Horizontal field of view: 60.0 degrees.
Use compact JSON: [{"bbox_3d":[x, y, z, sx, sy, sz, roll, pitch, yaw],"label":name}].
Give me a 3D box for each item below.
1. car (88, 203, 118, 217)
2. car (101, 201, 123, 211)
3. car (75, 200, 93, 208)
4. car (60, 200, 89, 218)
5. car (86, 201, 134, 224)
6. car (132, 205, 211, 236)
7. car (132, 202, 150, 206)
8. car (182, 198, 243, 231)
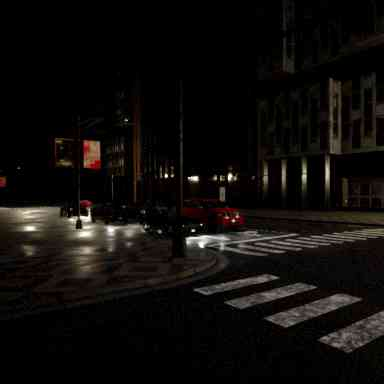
[{"bbox_3d":[-10.430,2.025,38.724,1.812,1.442,4.674,0,-1,-35],"label":"car"},{"bbox_3d":[-12.972,2.215,53.760,1.994,1.385,4.181,0,-1,-35],"label":"car"},{"bbox_3d":[-21.173,2.319,65.217,1.882,1.535,5.008,0,-1,-36],"label":"car"},{"bbox_3d":[-13.077,1.867,36.840,2.097,1.767,4.553,0,-1,-35],"label":"car"},{"bbox_3d":[-7.167,1.856,28.568,1.882,1.535,5.008,0,-1,-36],"label":"car"},{"bbox_3d":[-1.476,1.793,20.617,2.033,1.411,5.357,0,-1,-36],"label":"car"},{"bbox_3d":[-4.647,1.717,30.639,2.097,1.767,4.553,0,-1,-36],"label":"car"},{"bbox_3d":[1.008,1.456,22.774,2.150,2.045,5.566,0,-1,-34],"label":"car"}]
